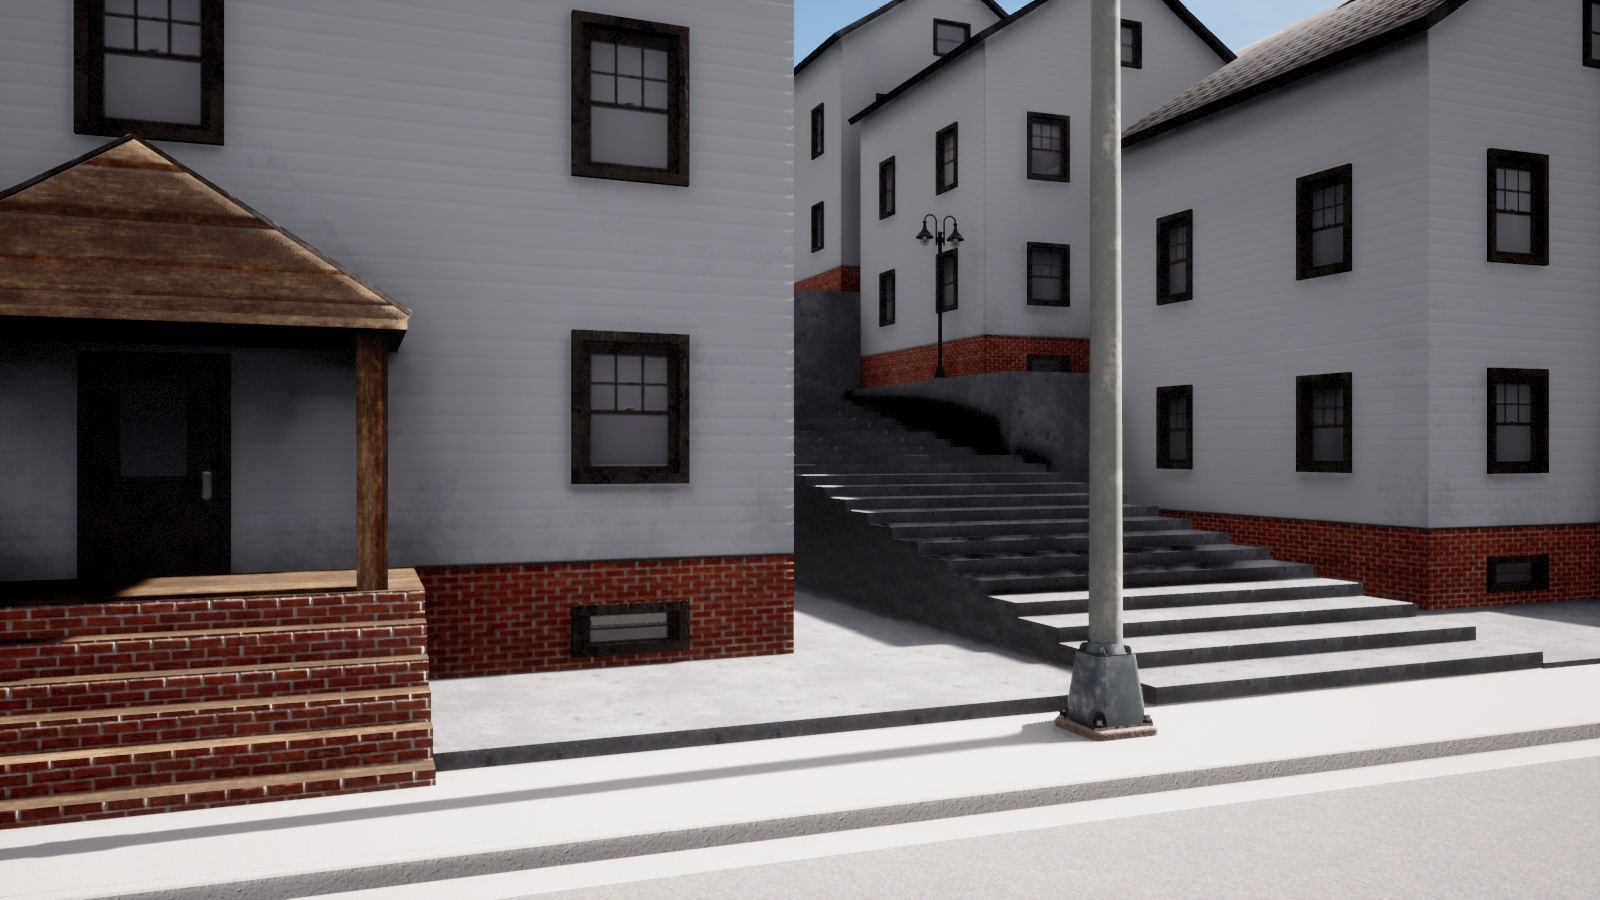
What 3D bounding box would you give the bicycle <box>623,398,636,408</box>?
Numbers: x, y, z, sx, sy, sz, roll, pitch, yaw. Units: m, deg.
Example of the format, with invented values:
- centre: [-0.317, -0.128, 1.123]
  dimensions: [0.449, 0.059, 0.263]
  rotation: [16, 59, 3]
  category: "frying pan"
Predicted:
- centre: [-21.235, -5.855, 142.486]
  dimensions: [1.487, 1.301, 0.859]
  rotation: [0, 0, -18]
  category: "bicycle"
